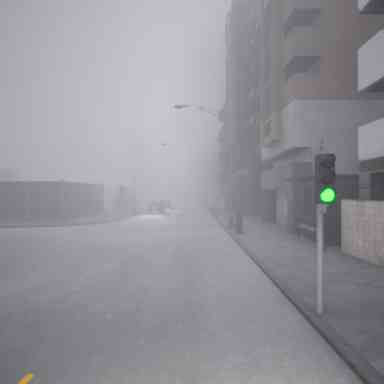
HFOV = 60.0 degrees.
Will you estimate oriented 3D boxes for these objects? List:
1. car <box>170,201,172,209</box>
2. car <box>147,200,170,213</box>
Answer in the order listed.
[{"bbox_3d":[-4.065,1.817,49.071,1.994,1.385,4.181,0,0,0],"label":"car"},{"bbox_3d":[-4.091,1.693,39.052,2.128,1.511,4.902,0,0,0],"label":"car"}]
